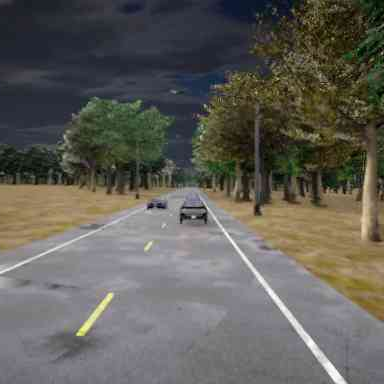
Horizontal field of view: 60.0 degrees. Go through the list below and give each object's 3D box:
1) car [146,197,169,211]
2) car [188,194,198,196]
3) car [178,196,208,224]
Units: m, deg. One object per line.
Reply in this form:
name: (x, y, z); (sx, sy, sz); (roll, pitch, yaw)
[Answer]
car: (-3.527, 1.193, 34.448); (1.895, 1.301, 4.718); (0, 1, 0)
car: (0.100, 1.003, 41.980); (2.033, 1.411, 5.357); (0, 1, 0)
car: (0.101, 1.286, 23.050); (2.128, 1.511, 4.902); (0, 1, 0)
